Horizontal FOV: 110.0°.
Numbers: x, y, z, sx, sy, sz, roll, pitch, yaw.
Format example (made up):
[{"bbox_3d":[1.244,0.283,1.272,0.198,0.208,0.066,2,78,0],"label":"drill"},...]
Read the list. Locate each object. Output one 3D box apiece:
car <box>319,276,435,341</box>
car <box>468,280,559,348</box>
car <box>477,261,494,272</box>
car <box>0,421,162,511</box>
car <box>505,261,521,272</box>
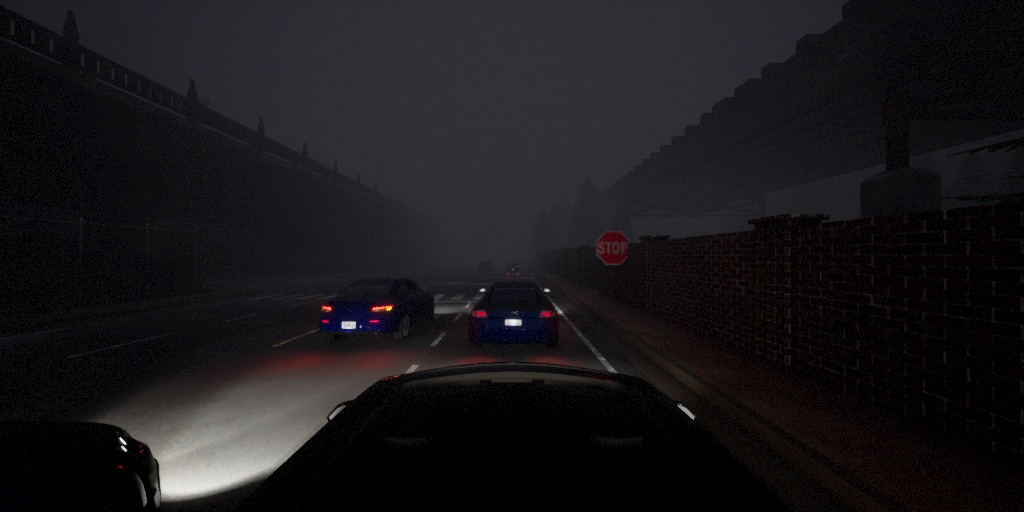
[{"bbox_3d":[-3.413,1.276,9.786,1.812,1.442,4.674,0,0,0],"label":"car"},{"bbox_3d":[0.069,1.314,9.263,1.994,1.385,4.181,0,0,1],"label":"car"},{"bbox_3d":[-3.399,1.297,45.914,2.033,1.411,5.357,0,0,-1],"label":"car"},{"bbox_3d":[-3.398,1.314,0.690,1.994,1.385,4.181,0,0,0],"label":"car"},{"bbox_3d":[0.096,1.351,46.082,1.895,1.301,4.718,0,0,-1],"label":"car"}]
